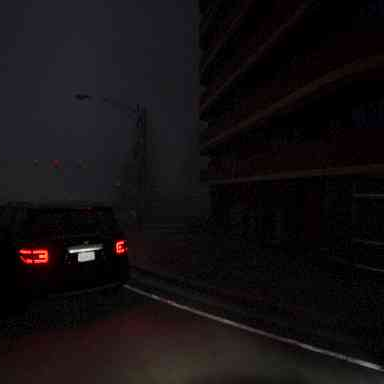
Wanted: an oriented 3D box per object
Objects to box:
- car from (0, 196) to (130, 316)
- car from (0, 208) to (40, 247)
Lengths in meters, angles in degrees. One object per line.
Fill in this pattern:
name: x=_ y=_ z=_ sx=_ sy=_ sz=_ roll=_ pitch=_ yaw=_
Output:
car: x=-3.554 y=1.221 z=7.879 sx=2.150 sy=2.045 sz=5.566 roll=0 pitch=0 yaw=-40
car: x=-8.425 y=1.564 z=15.847 sx=1.994 sy=1.385 sz=4.181 roll=0 pitch=0 yaw=-26
